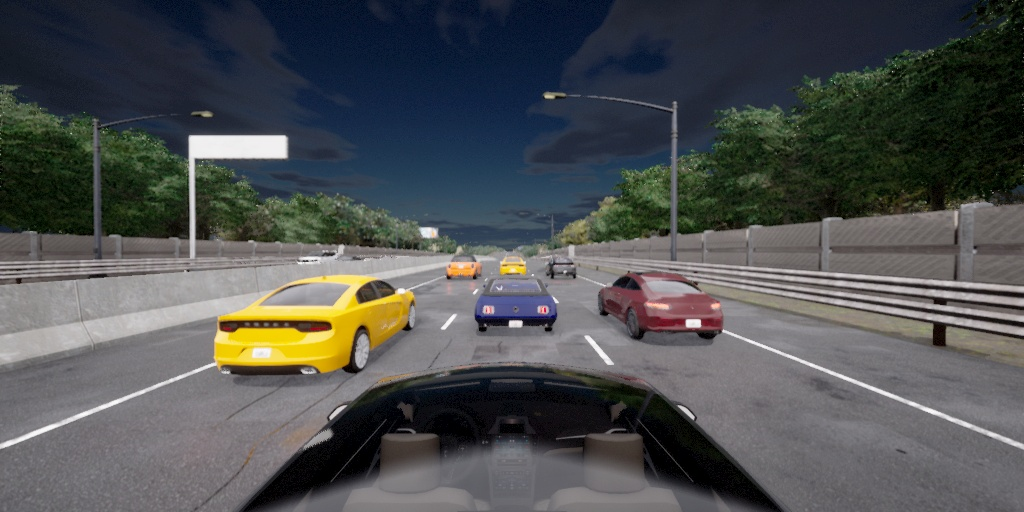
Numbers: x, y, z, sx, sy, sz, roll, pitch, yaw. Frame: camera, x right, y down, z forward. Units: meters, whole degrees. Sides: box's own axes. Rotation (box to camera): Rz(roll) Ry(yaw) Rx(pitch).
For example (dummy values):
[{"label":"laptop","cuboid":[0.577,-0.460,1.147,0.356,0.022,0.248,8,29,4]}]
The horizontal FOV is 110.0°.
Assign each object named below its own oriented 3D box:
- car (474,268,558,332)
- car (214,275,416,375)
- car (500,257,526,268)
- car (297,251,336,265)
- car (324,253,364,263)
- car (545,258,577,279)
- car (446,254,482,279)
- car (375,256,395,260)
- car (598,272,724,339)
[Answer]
[{"label":"car","cuboid":[0.093,1.193,10.199,1.895,1.301,4.718,0,1,0]},{"label":"car","cuboid":[-3.406,1.120,7.349,1.882,1.535,5.008,0,1,0]},{"label":"car","cuboid":[0.072,0.830,27.927,1.882,1.535,5.008,0,1,0]},{"label":"car","cuboid":[-21.135,0.450,39.377,2.150,2.045,5.566,0,1,0]},{"label":"car","cuboid":[-17.636,0.719,38.431,1.882,1.535,5.008,0,0,0]},{"label":"car","cuboid":[3.578,0.857,26.711,2.128,1.511,4.902,0,1,0]},{"label":"car","cuboid":[-3.430,0.721,26.394,2.097,1.767,4.553,0,1,1]},{"label":"car","cuboid":[-14.137,0.749,40.141,1.812,1.442,4.674,0,0,0]},{"label":"car","cuboid":[3.592,1.132,9.404,1.812,1.442,4.674,0,1,0]}]
